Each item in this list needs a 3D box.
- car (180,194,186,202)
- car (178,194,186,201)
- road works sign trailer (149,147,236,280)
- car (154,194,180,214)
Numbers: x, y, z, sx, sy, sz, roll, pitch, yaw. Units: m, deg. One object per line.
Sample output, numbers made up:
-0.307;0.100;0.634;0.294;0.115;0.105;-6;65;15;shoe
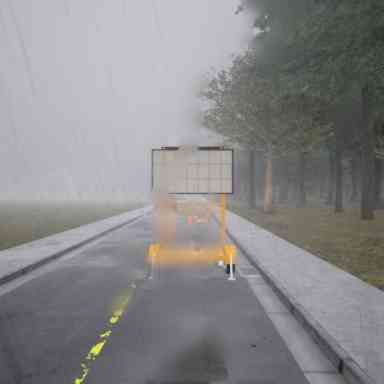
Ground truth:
-2.640;1.488;76.797;2.033;1.411;5.357;0;0;0;car
-2.620;1.373;89.929;2.097;1.767;4.553;0;0;0;car
0.016;0.464;9.895;2.380;3.560;2.880;0;0;0;road works sign trailer
-2.795;1.222;36.256;2.150;2.045;5.566;0;0;0;car
